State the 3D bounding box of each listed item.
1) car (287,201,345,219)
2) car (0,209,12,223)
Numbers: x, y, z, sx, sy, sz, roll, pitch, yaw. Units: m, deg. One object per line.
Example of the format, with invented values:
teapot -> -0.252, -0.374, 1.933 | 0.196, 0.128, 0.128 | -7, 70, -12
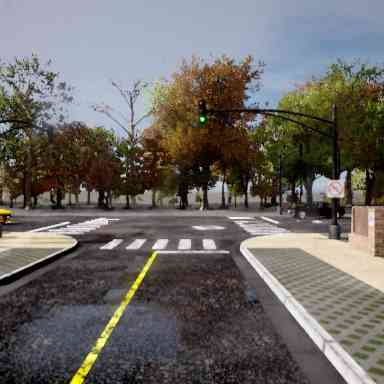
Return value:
car -> 10.983, 1.597, 29.532 | 4.892, 1.490, 1.837 | 0, 0, 0
car -> -15.086, 1.455, 22.851 | 5.008, 1.535, 1.882 | 0, 0, 0
